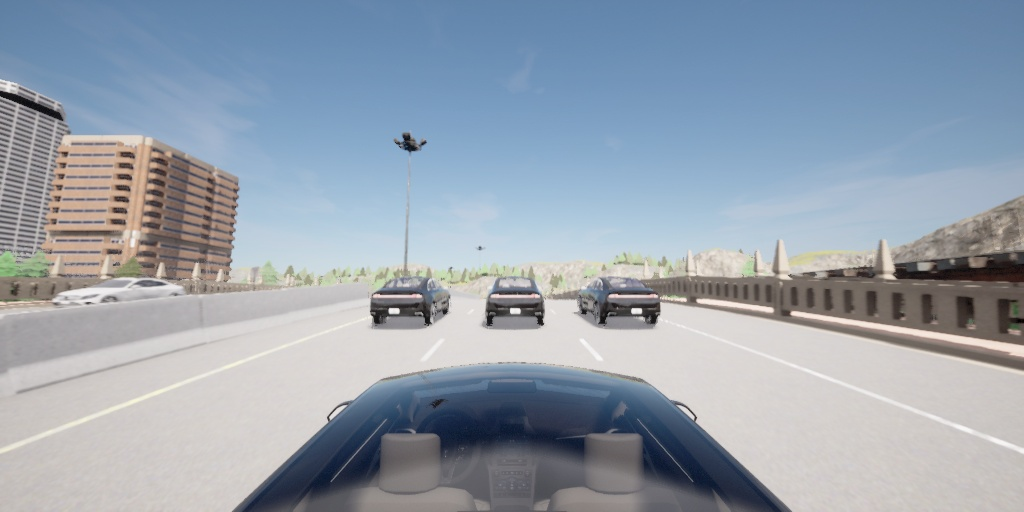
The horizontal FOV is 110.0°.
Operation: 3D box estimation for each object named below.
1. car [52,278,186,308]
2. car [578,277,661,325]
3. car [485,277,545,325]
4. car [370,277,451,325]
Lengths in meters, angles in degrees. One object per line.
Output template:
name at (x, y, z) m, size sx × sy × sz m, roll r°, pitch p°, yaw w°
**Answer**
car at (-17.603, 1.717, 16.462) m, size 1.812 × 1.442 × 4.674 m, roll 0°, pitch -4°, yaw 0°
car at (3.597, 1.490, 12.767) m, size 2.128 × 1.511 × 4.902 m, roll 0°, pitch -3°, yaw 0°
car at (0.098, 1.491, 12.772) m, size 2.128 × 1.511 × 4.902 m, roll 0°, pitch -3°, yaw 0°
car at (-3.402, 1.491, 12.780) m, size 2.128 × 1.511 × 4.902 m, roll 0°, pitch -3°, yaw 0°
